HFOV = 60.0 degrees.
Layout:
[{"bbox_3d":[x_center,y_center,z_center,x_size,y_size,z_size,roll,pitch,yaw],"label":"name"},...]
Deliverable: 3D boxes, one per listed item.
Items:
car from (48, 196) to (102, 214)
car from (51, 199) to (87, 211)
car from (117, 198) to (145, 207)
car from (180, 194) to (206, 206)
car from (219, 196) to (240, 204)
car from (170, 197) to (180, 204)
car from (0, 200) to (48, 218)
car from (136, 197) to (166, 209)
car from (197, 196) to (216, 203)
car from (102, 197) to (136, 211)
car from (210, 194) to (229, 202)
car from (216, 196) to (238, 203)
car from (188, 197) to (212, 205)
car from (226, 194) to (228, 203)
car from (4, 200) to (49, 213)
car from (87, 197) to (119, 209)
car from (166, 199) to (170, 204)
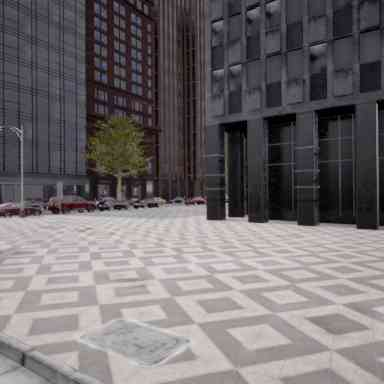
[{"bbox_3d":[-12.173,1.289,33.935,2.192,1.841,5.009,-1,0,35],"label":"car"},{"bbox_3d":[-15.997,1.640,43.413,1.802,1.307,4.206,-1,0,35],"label":"car"},{"bbox_3d":[-9.605,1.611,52.706,1.802,1.307,4.206,-1,0,35],"label":"car"},{"bbox_3d":[0.610,1.461,52.517,1.887,1.381,4.507,-1,0,35],"label":"car"},{"bbox_3d":[7.001,1.462,61.808,1.947,1.339,4.313,-1,0,35],"label":"car"},{"bbox_3d":[-3.214,1.572,62.000,1.947,1.339,4.313,-1,0,35],"label":"car"},{"bbox_3d":[-15.366,1.575,29.287,1.802,1.307,4.206,-1,0,35],"label":"car"},{"bbox_3d":[-5.781,1.507,43.224,1.947,1.339,4.313,-1,0,35],"label":"car"},{"bbox_3d":[3.178,1.533,71.293,1.887,1.381,4.507,-1,0,35],"label":"car"},{"bbox_3d":[-8.976,1.523,38.579,1.947,1.339,4.313,-1,0,35],"label":"car"},{"bbox_3d":[6.372,1.294,75.940,2.192,1.841,5.009,-1,0,35],"label":"car"},{"bbox_3d":[7.117,1.468,66.514,2.033,1.411,5.357,-1,0,35],"label":"car"},{"bbox_3d":[1.455,1.538,58.284,1.895,1.301,4.718,-1,0,34],"label":"car"},{"bbox_3d":[3.804,1.221,57.164,2.192,1.841,5.009,-1,0,35],"label":"car"},{"bbox_3d":[-19.193,1.641,38.767,1.947,1.339,4.313,-1,0,35],"label":"car"},{"bbox_3d":[-12.803,1.483,48.060,1.967,1.590,4.097,-1,0,35],"label":"car"},{"bbox_3d":[-6.506,1.543,57.212,1.752,1.417,4.829,-1,0,35],"label":"car"}]
